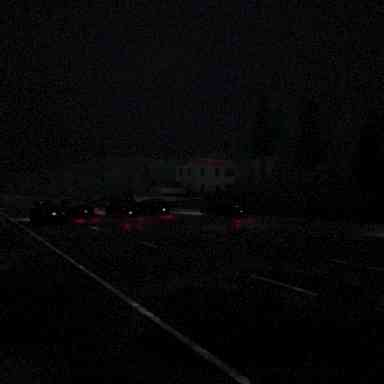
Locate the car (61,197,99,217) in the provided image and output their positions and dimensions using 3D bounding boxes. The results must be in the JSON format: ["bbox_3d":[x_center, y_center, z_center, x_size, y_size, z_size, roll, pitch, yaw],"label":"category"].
[{"bbox_3d":[-10.270,1.445,30.094,1.812,1.442,4.674,0,0,-33],"label":"car"}]

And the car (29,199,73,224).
[{"bbox_3d":[-10.506,1.489,24.101,2.033,1.411,5.357,0,0,-33],"label":"car"}]

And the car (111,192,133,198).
[{"bbox_3d":[-10.396,1.070,49.312,2.150,2.045,5.566,0,0,-34],"label":"car"}]

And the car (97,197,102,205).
[{"bbox_3d":[-14.265,1.388,48.843,1.812,1.442,4.674,0,0,-33],"label":"car"}]

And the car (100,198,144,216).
[{"bbox_3d":[-6.582,1.506,30.862,1.895,1.301,4.718,0,0,-33],"label":"car"}]

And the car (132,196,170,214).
[{"bbox_3d":[-3.984,1.393,33.280,1.837,1.490,4.892,0,0,-33],"label":"car"}]

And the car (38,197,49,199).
[{"bbox_3d":[-20.111,1.421,44.993,1.812,1.442,4.674,0,0,-33],"label":"car"}]

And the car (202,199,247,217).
[{"bbox_3d":[2.753,1.373,29.428,2.128,1.511,4.902,0,0,-33],"label":"car"}]
